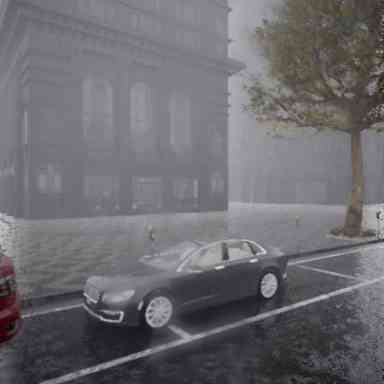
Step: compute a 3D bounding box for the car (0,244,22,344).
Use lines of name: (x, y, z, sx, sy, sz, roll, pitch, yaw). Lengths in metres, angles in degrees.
car: (-4.530, 1.317, 3.419, 5.009, 1.841, 2.192, 0, 0, -36)

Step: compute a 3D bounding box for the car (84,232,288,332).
car: (0.092, 1.548, 6.717, 4.403, 1.369, 2.008, 0, 0, -36)
